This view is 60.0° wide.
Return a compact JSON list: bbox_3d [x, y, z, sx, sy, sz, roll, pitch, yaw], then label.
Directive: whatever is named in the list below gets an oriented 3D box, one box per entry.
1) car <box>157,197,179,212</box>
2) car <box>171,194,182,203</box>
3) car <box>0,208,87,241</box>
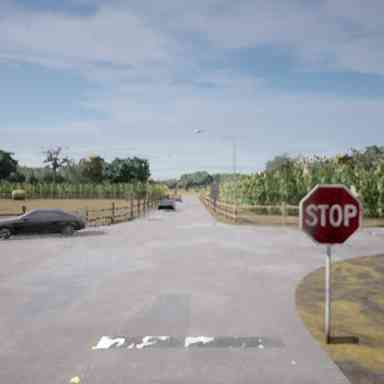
[{"bbox_3d":[-2.814,1.510,37.556,1.895,1.301,4.718,0,0,0],"label":"car"},{"bbox_3d":[-2.824,1.148,62.223,1.882,1.535,5.008,0,0,0],"label":"car"},{"bbox_3d":[-7.850,1.570,17.115,4.674,1.442,1.812,-1,3,-24],"label":"car"}]
